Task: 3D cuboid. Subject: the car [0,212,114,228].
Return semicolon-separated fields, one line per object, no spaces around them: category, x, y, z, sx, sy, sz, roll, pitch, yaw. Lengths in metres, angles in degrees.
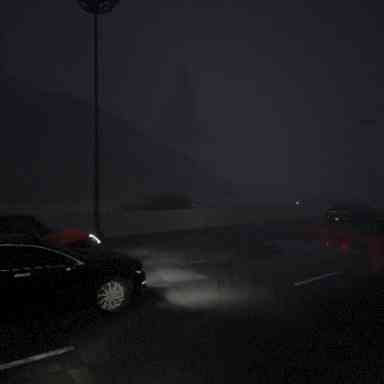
car;-4.771;1.357;9.070;4.553;1.767;2.097;0;0;-36

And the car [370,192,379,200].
car;45.348;0.937;82.674;2.097;1.767;4.553;0;0;28

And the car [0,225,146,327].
car;-3.187;1.509;5.882;4.892;1.490;1.837;-1;0;-36

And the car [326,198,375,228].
car;10.431;1.391;21.377;4.902;1.511;2.128;0;0;-42

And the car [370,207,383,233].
car;11.435;1.428;17.595;4.674;1.442;1.812;0;0;-41

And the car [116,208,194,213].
car;-2.367;1.179;24.453;5.566;2.045;2.150;0;0;-40

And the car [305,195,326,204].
car;22.377;1.245;59.961;2.128;1.511;4.902;0;0;38
